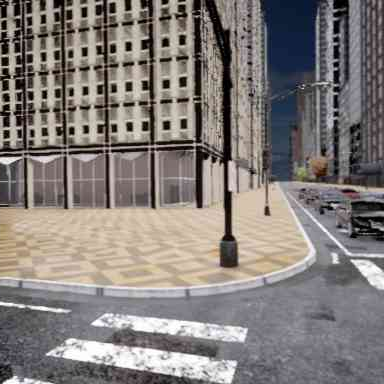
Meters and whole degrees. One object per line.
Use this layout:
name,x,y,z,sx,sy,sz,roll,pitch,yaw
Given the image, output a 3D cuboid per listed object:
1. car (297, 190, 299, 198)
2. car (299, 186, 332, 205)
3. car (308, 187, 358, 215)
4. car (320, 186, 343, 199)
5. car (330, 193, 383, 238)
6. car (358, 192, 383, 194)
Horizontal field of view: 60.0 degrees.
car,14.271,0.110,41.655,1.812,1.442,4.674,0,2,15
car,11.833,0.388,32.060,2.128,1.511,4.902,0,2,14
car,9.515,0.684,22.853,2.128,1.511,4.902,0,2,14
car,18.012,-0.023,43.108,2.128,1.511,4.902,0,2,15
car,7.284,0.981,13.986,1.837,1.490,4.892,0,2,14
car,12.926,0.736,23.082,1.895,1.301,4.718,0,2,14
